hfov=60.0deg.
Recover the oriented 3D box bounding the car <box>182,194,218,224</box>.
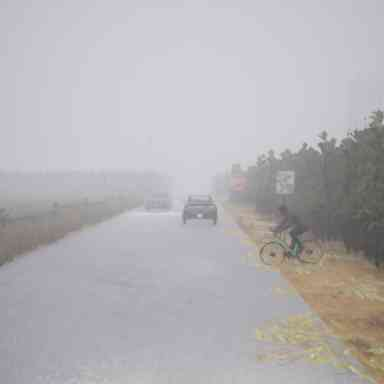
[{"bbox_3d":[0.445,0.885,19.046,2.128,1.511,4.902,0,2,1],"label":"car"}]

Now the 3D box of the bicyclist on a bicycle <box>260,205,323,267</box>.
[{"bbox_3d":[2.589,1.158,8.748,1.656,1.620,0.582,-3,2,1],"label":"bicyclist on a bicycle"}]

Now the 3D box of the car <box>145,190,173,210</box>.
[{"bbox_3d":[-2.599,0.668,26.846,1.837,1.490,4.892,0,2,1],"label":"car"}]
